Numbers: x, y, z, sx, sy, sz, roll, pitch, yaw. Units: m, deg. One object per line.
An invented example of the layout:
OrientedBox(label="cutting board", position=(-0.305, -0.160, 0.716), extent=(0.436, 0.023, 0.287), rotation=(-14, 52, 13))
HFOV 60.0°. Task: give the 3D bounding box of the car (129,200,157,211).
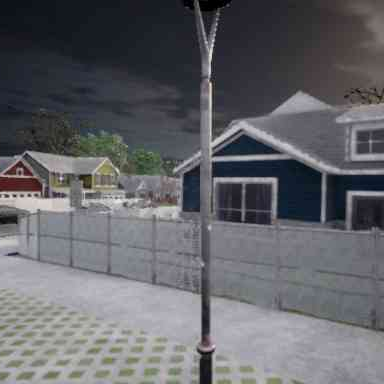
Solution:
OrientedBox(label="car", position=(-5.900, 1.715, 40.493), extent=(2.128, 1.511, 4.902), rotation=(1, 0, 18))

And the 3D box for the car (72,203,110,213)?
OrientedBox(label="car", position=(-9.282, 1.695, 30.748), extent=(1.994, 1.385, 4.181), rotation=(1, 0, 19))

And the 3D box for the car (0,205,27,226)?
OrientedBox(label="car", position=(-12.846, 1.567, 21.599), extent=(1.812, 1.442, 4.674), rotation=(2, 0, 22))
